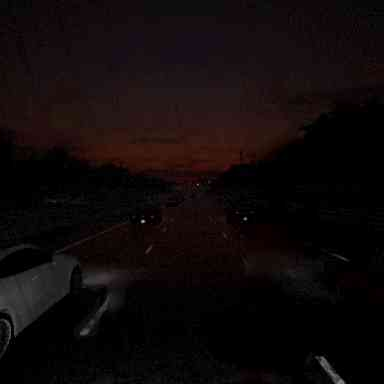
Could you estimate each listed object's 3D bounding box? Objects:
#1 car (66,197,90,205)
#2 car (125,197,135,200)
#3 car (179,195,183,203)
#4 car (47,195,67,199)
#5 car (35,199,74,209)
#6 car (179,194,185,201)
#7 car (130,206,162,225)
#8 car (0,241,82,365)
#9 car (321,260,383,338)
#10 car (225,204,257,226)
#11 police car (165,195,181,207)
[{"bbox_3d":[-17.492,1.752,51.916,1.882,1.535,5.008,0,0,1],"label":"car"},{"bbox_3d":[-13.906,1.761,75.203,1.994,1.385,4.181,0,0,0],"label":"car"},{"bbox_3d":[-3.415,1.864,67.250,2.033,1.411,5.357,0,0,0],"label":"car"},{"bbox_3d":[-20.991,1.496,51.614,2.150,2.045,5.566,0,0,1],"label":"car"},{"bbox_3d":[-14.054,1.737,33.250,2.033,1.411,5.357,0,0,0],"label":"car"},{"bbox_3d":[-3.402,1.683,78.221,2.097,1.767,4.553,0,0,0],"label":"car"},{"bbox_3d":[-3.368,1.747,25.172,1.895,1.301,4.718,0,0,0],"label":"car"},{"bbox_3d":[-3.393,1.561,5.623,1.812,1.442,4.674,0,0,0],"label":"car"},{"bbox_3d":[3.606,1.631,4.809,1.895,1.301,4.718,0,0,0],"label":"car"},{"bbox_3d":[3.632,1.637,25.053,2.128,1.511,4.902,0,0,0],"label":"car"},{"bbox_3d":[-3.429,1.794,56.251,2.038,1.542,4.974,0,0,0],"label":"police car"}]
